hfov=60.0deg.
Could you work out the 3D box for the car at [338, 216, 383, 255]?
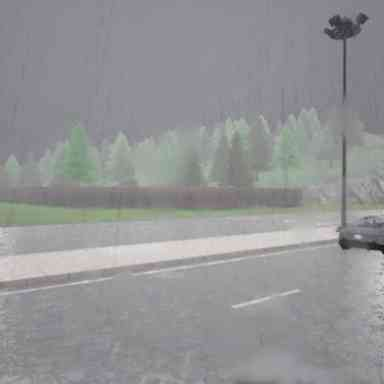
[{"bbox_3d":[7.975,1.698,13.848,4.181,1.385,1.994,1,0,-35],"label":"car"}]
